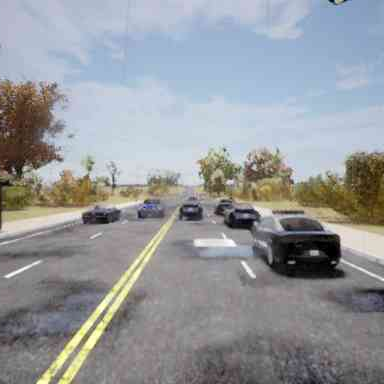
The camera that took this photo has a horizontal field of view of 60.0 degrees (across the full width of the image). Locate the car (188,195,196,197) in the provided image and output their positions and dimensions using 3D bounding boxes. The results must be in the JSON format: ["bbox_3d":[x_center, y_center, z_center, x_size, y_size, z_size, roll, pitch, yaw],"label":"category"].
[{"bbox_3d":[0.045,1.398,55.475,1.812,1.442,4.674,0,0,0],"label":"car"}]

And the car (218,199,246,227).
[{"bbox_3d":[3.235,1.462,22.340,2.163,1.488,4.792,0,0,0],"label":"car"}]

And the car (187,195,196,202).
[{"bbox_3d":[-0.056,1.357,74.267,2.033,1.411,5.357,0,0,0],"label":"car"}]

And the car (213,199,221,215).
[{"bbox_3d":[3.227,1.437,33.310,1.837,1.490,4.892,0,0,0],"label":"car"}]

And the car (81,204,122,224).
[{"bbox_3d":[-6.617,1.555,24.642,1.895,1.301,4.718,0,0,0],"label":"car"}]

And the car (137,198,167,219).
[{"bbox_3d":[-3.368,1.297,28.551,2.097,1.767,4.553,0,0,0],"label":"car"}]

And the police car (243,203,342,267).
[{"bbox_3d":[3.244,1.405,11.419,1.930,1.638,5.238,0,0,0],"label":"police car"}]

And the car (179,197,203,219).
[{"bbox_3d":[-0.089,1.448,28.977,2.163,1.488,4.792,0,0,0],"label":"car"}]
